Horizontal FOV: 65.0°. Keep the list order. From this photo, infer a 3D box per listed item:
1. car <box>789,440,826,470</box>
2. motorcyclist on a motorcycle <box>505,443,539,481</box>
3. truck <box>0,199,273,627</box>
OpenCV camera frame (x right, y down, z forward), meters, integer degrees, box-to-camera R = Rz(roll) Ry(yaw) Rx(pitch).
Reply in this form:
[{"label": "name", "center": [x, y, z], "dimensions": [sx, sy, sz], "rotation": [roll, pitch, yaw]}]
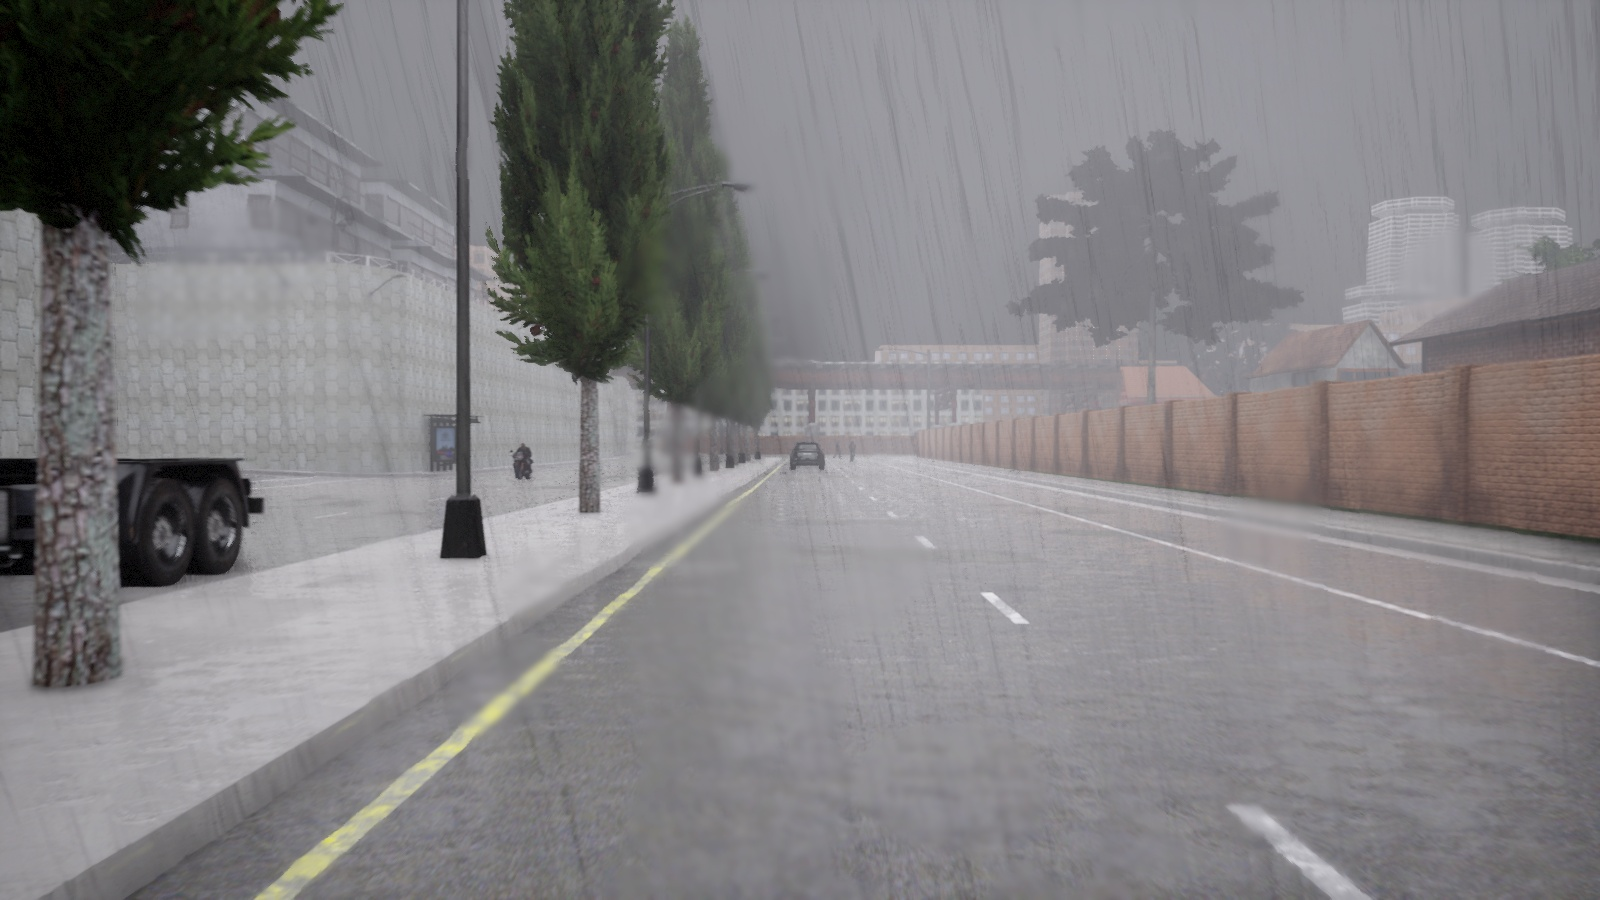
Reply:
[{"label": "car", "center": [0.422, 0.274, 71.417], "dimensions": [2.033, 1.649, 4.856], "rotation": [0, 0, 0]}, {"label": "motorcyclist on a motorcycle", "center": [-11.197, 0.478, 50.644], "dimensions": [0.866, 1.530, 2.191], "rotation": [0, 0, 0]}, {"label": "truck", "center": [-7.919, -0.306, 11.402], "dimensions": [2.891, 3.462, 7.936], "rotation": [0, 0, 0]}]
